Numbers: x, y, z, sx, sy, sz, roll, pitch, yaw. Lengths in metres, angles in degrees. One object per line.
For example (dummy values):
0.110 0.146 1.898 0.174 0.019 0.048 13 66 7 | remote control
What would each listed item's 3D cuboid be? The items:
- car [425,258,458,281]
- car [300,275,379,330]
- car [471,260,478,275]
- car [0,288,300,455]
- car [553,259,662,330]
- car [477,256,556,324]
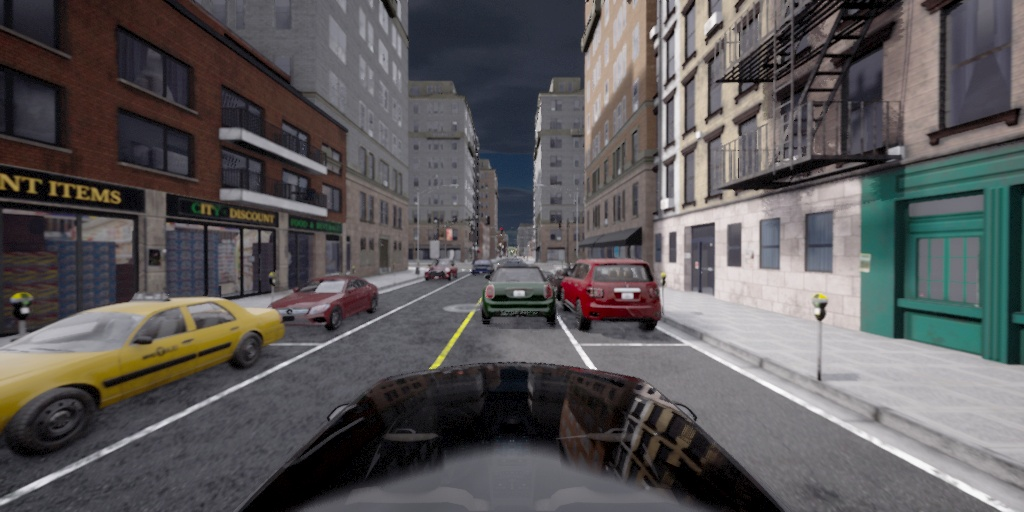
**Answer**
-5.266 0.965 27.067 1.967 1.591 4.097 0 0 0 | car
-5.346 1.249 10.708 1.802 1.307 4.207 0 0 0 | car
-2.643 1.019 33.715 2.033 1.411 5.357 0 0 1 | car
-5.374 1.242 5.086 1.751 1.417 4.829 0 0 0 | car
2.678 0.981 10.666 2.192 1.841 5.009 0 0 0 | car
0.155 1.009 11.765 2.097 1.767 4.553 0 1 -1 | car
